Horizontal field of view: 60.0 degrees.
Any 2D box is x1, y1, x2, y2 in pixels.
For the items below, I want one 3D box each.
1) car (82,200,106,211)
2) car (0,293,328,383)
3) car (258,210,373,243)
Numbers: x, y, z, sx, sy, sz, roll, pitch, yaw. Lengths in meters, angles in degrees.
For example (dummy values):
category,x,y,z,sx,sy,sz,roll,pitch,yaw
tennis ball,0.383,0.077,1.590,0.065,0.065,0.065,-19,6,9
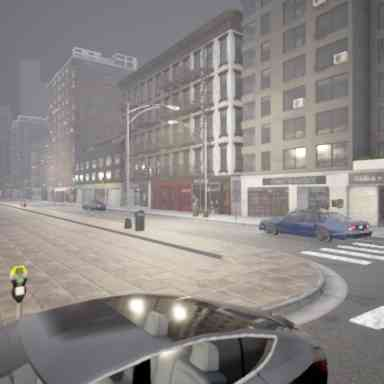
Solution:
category,x,y,z,sx,sy,sz,roll,pitch,yaw
car,-12.407,1.670,41.883,1.994,1.385,4.181,0,0,-35
car,-0.856,1.566,2.201,4.313,1.339,1.947,0,0,-35
car,5.774,1.566,16.269,2.033,1.411,5.357,0,0,-35
